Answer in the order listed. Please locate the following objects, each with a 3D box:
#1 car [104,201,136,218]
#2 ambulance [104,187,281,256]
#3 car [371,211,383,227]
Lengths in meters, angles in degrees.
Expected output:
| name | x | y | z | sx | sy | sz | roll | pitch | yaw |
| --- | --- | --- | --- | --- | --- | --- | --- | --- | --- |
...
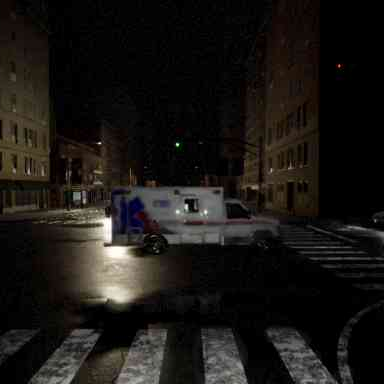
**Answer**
| name | x | y | z | sx | sy | sz | roll | pitch | yaw |
| --- | --- | --- | --- | --- | --- | --- | --- | --- | --- |
| car | -6.563 | 1.583 | 30.892 | 1.895 | 1.301 | 4.718 | 0 | 0 | 0 |
| ambulance | 0.079 | 1.026 | 12.704 | 6.366 | 2.431 | 2.351 | 0 | 1 | 0 |
| car | 12.992 | 1.383 | 19.333 | 4.674 | 1.442 | 1.812 | 0 | 1 | 0 |
